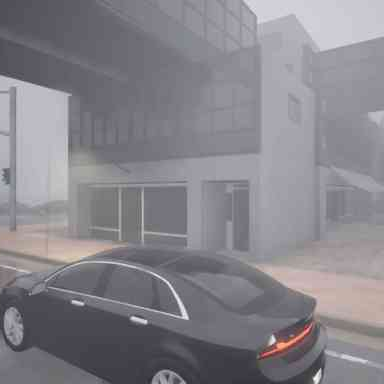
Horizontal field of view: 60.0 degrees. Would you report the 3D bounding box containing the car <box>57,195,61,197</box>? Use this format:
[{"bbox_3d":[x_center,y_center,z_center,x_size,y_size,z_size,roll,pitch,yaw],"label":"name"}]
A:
[{"bbox_3d":[-29.471,1.364,72.196,3.905,1.438,1.784,0,0,35],"label":"car"}]

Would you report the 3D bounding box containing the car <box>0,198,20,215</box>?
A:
[{"bbox_3d":[-18.344,1.564,33.145,1.994,1.385,4.181,0,0,36],"label":"car"}]

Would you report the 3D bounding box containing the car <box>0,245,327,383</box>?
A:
[{"bbox_3d":[-0.788,1.505,4.555,4.892,1.490,1.837,0,0,36],"label":"car"}]

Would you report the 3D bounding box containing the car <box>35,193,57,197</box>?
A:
[{"bbox_3d":[-31.200,1.153,69.870,4.605,1.855,1.932,0,0,35],"label":"car"}]

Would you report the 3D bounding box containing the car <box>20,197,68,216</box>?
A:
[{"bbox_3d":[-13.966,1.505,33.197,1.837,1.490,4.892,0,0,36],"label":"car"}]
